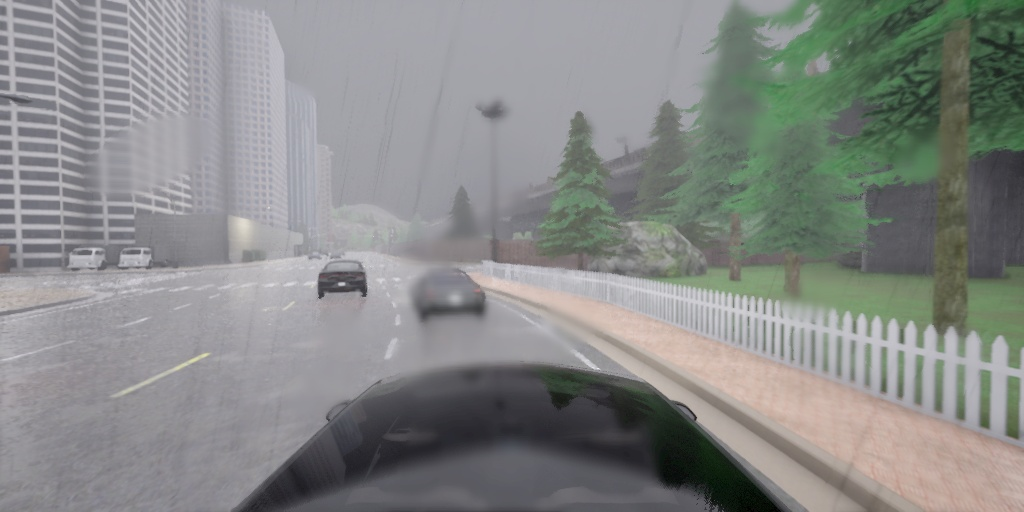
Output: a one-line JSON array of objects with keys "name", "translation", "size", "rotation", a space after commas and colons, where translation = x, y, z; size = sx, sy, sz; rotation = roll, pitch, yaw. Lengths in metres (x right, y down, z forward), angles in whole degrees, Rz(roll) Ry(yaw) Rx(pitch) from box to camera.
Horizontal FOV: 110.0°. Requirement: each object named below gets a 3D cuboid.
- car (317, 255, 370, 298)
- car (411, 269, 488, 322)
[{"name": "car", "translation": [-7.698, 0.926, 16.581], "size": [1.882, 1.535, 5.008], "rotation": [-1, 1, -22]}, {"name": "car", "translation": [-2.156, 1.092, 11.578], "size": [1.994, 1.385, 4.181], "rotation": [-1, 1, -19]}]
